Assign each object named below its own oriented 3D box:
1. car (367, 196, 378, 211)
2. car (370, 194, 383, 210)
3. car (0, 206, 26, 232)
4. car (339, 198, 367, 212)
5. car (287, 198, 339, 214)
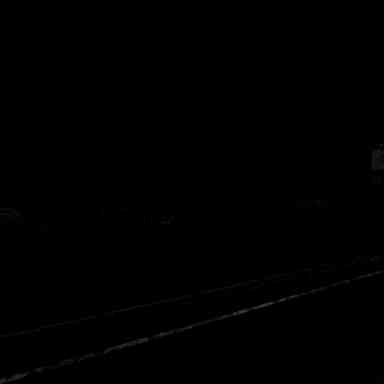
[{"bbox_3d":[19.304,1.513,40.272,2.002,1.452,4.674,0,0,-35],"label":"car"},{"bbox_3d":[23.858,1.385,43.478,2.185,1.767,4.553,1,0,-36],"label":"car"},{"bbox_3d":[-10.701,1.491,18.896,2.002,1.452,4.674,0,0,-35],"label":"car"},{"bbox_3d":[17.033,1.458,38.657,2.097,1.535,5.008,0,0,-35],"label":"car"},{"bbox_3d":[12.503,1.441,35.418,2.097,1.535,5.008,0,0,-35],"label":"car"}]
